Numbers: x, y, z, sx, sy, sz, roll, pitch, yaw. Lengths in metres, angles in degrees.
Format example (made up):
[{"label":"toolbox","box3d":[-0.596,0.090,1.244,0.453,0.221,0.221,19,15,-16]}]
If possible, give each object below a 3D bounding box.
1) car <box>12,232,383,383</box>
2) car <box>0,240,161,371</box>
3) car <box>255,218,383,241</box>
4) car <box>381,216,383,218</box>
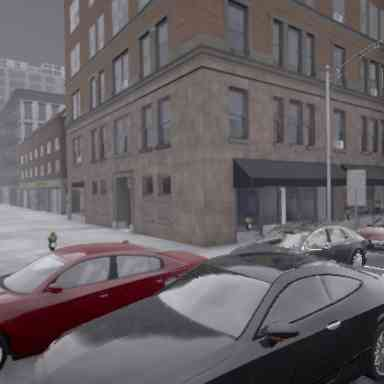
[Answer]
[{"label":"car","box3d":[0.697,1.504,3.874,4.674,1.442,1.812,-1,0,-35]},{"label":"car","box3d":[-1.745,1.532,5.297,4.507,1.381,1.887,-1,0,-36]},{"label":"car","box3d":[2.797,1.495,8.542,4.403,1.369,2.008,-1,0,-36]},{"label":"car","box3d":[7.340,1.484,11.787,4.206,1.307,1.802,-1,0,-36]}]
